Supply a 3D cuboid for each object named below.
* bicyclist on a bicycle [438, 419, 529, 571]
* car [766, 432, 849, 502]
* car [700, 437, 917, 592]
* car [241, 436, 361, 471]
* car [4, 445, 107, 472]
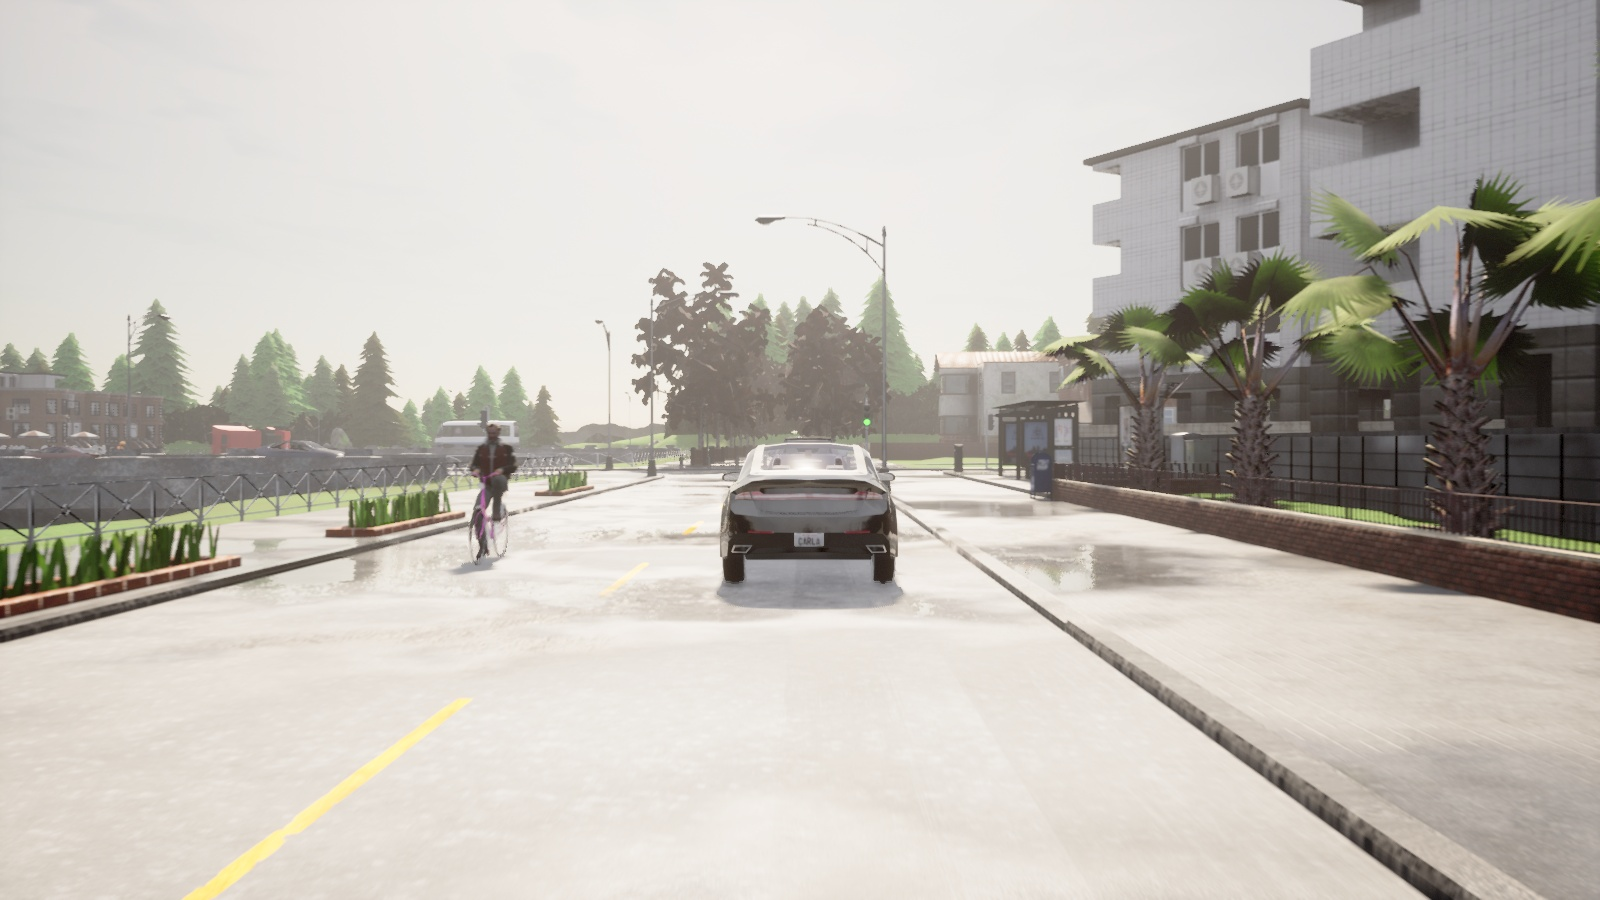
[{"bbox_3d":[-3.895,0.526,15.580,0.659,1.776,1.843,0,0,0],"label":"bicyclist on a bicycle"},{"bbox_3d":[0.211,0.414,33.973,2.097,1.767,4.553,0,0,0],"label":"car"},{"bbox_3d":[0.100,0.619,14.772,2.128,1.511,4.902,0,0,0],"label":"car"},{"bbox_3d":[-24.290,0.160,61.272,5.027,1.651,2.152,0,0,0],"label":"car"},{"bbox_3d":[-38.687,0.411,65.357,4.181,1.385,1.994,0,0,0],"label":"car"}]
